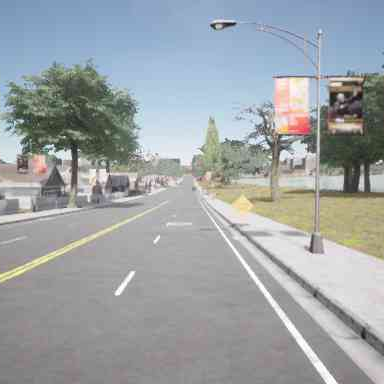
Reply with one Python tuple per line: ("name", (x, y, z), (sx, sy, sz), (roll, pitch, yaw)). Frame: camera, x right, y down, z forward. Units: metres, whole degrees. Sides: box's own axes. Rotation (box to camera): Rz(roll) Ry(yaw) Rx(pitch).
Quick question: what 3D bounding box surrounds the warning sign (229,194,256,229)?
("warning sign", (2.888, 1.077, 19.134), (1.300, 1.860, 1.060), (2, 2, 0))
